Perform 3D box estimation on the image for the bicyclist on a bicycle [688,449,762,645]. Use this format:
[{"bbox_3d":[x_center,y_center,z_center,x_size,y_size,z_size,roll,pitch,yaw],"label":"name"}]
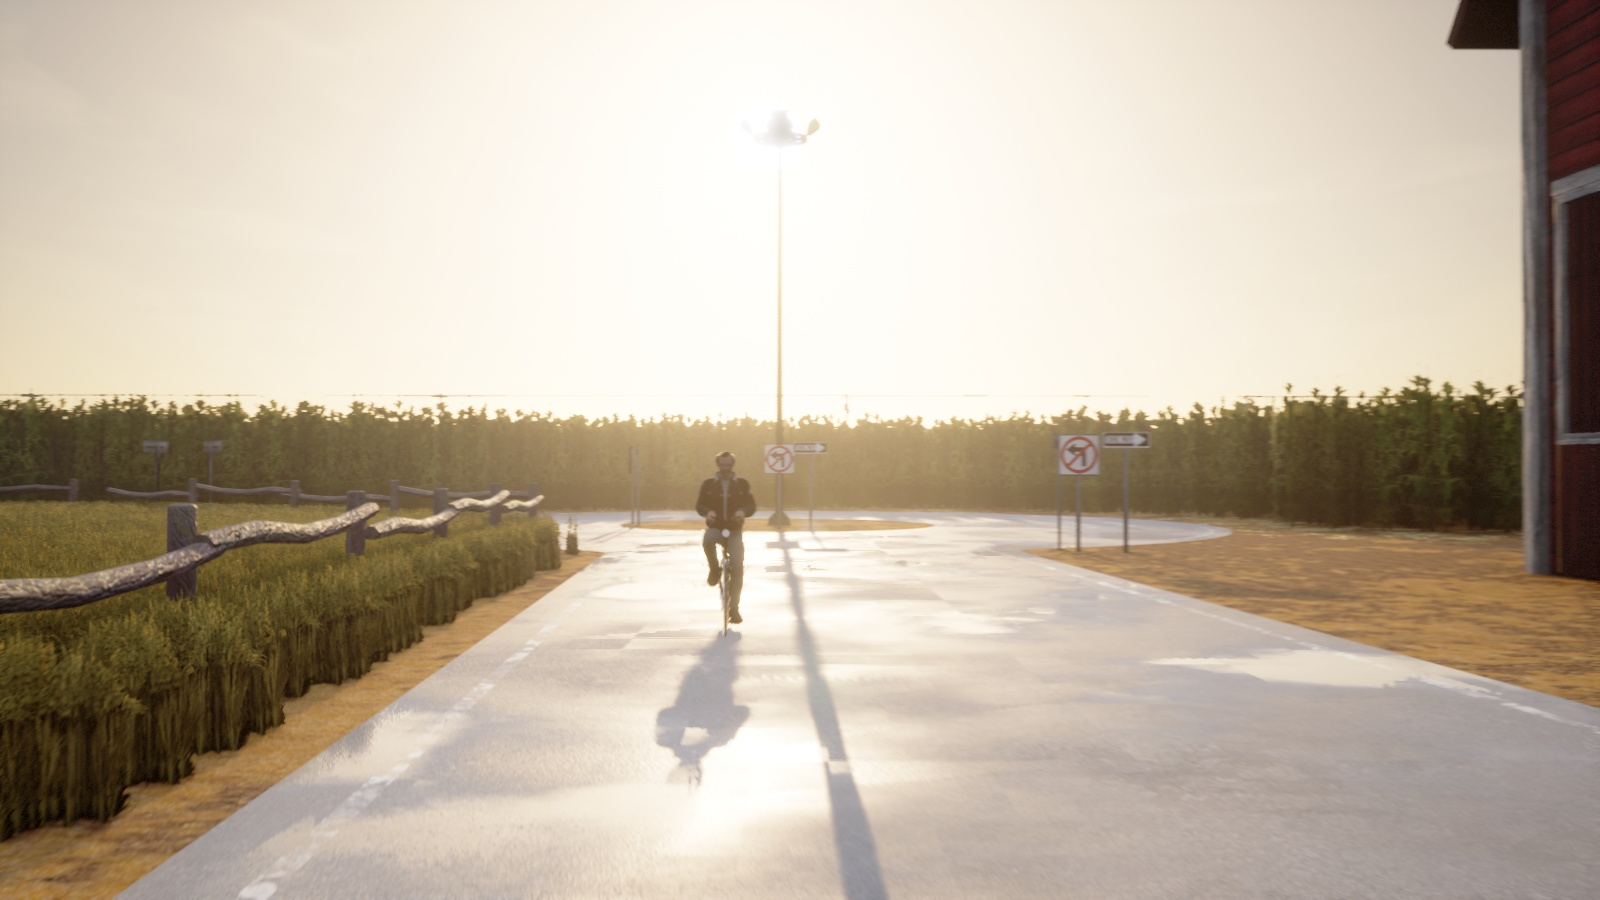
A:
[{"bbox_3d":[-0.741,0.897,12.318,0.659,1.776,1.843,0,-1,-4],"label":"bicyclist on a bicycle"}]
